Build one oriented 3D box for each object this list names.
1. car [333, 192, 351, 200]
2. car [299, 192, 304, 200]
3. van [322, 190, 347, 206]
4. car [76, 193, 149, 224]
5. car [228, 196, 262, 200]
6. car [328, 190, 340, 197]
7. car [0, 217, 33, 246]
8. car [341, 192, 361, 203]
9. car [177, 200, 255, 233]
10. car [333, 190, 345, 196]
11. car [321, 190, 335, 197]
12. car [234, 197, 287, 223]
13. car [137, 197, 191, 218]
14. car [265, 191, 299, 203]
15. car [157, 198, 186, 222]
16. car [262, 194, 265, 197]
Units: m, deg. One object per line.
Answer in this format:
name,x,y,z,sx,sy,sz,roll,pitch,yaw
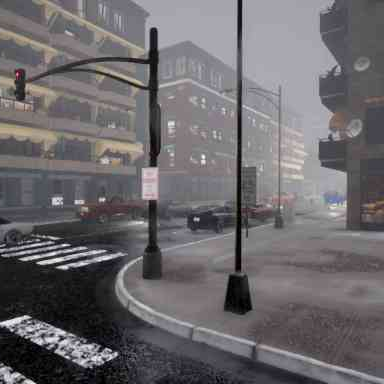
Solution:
car,25.897,0.696,57.261,1.895,1.301,4.718,1,1,35
car,17.026,0.720,54.695,1.947,1.339,4.313,2,2,35
van,17.452,0.721,40.725,1.690,1.788,3.998,2,2,35
car,-5.403,1.031,22.794,2.192,1.841,5.009,2,2,35
car,4.858,1.039,32.900,1.837,1.490,4.892,1,1,35
car,33.049,0.337,77.478,1.802,1.307,4.206,2,2,35
car,-8.484,1.551,12.354,1.895,1.301,4.718,0,2,23
car,23.858,0.764,49.842,1.887,1.381,4.507,2,2,35
car,1.426,1.348,17.947,1.947,1.339,4.313,2,2,35
car,36.253,0.257,82.034,1.802,1.307,4.206,2,2,35
car,29.845,0.379,72.921,1.887,1.381,4.507,2,2,35
car,4.631,1.283,22.504,1.802,1.307,4.206,2,2,35
car,-2.201,1.181,27.356,1.887,1.381,4.507,2,2,35
car,11.441,0.719,42.208,2.097,1.767,4.553,1,1,36
car,-1.710,1.260,23.570,1.994,1.385,4.181,1,1,35
car,10.617,0.881,45.582,1.947,1.339,4.313,2,2,35
